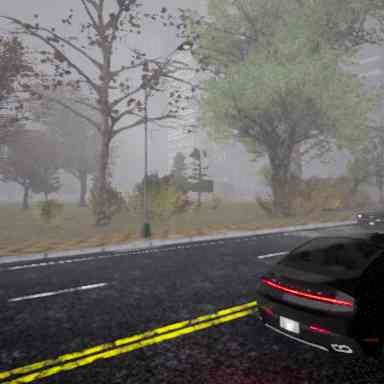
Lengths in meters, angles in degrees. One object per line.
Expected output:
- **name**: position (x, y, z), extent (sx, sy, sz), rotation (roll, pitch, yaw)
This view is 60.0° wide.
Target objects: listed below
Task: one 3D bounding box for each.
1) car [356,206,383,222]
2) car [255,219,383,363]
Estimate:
- **car**: position (12.058, 1.479, 20.270), extent (4.718, 1.301, 1.895), rotation (0, 0, -36)
- **car**: position (3.224, 1.467, 5.775), extent (4.892, 1.490, 1.837), rotation (-1, 0, -36)
